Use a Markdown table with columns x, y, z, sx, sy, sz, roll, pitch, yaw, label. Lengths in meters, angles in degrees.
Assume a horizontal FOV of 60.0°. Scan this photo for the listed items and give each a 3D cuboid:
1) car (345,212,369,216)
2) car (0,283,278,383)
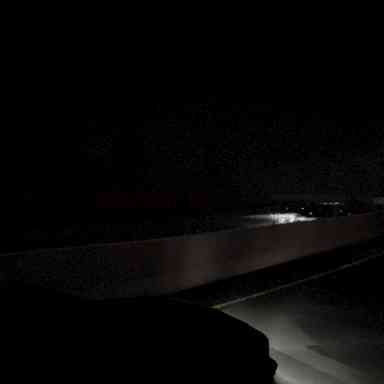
| x | y | z | sx | sy | sz | roll | pitch | yaw | label |
| --- | --- | --- | --- | --- | --- | --- | --- | --- | --- |
| 13.748 | 1.440 | 27.844 | 1.837 | 1.490 | 4.892 | 0 | 0 | 37 | car |
| -1.697 | 1.556 | 2.641 | 5.357 | 1.411 | 2.033 | 0 | 0 | -37 | car |
